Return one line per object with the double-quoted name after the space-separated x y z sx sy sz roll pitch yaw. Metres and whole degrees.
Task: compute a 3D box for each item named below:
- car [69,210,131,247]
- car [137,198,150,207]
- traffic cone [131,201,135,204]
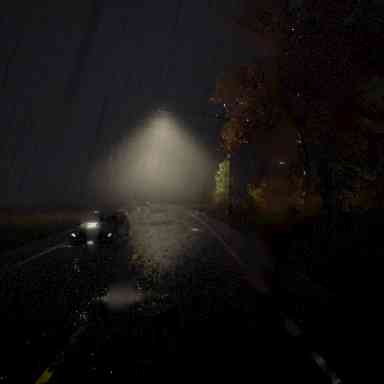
-4.018 1.570 15.449 2.033 1.411 5.357 0 0 -3 "car"
-8.345 1.764 57.451 1.837 1.490 4.892 0 0 -9 "car"
-12.760 2.375 73.932 0.340 0.580 0.340 0 -1 -12 "traffic cone"
